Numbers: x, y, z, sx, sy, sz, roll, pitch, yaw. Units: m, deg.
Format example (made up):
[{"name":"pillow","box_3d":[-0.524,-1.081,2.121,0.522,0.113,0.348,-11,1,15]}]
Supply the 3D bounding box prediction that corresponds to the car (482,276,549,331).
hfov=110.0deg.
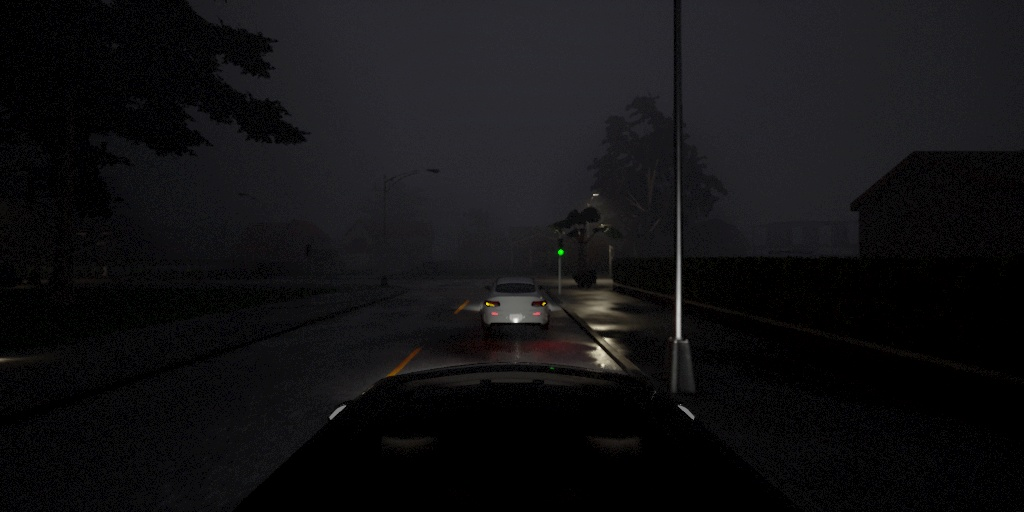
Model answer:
[{"name":"car","box_3d":[0.092,1.351,11.173,1.812,1.442,4.674,0,0,0]}]
